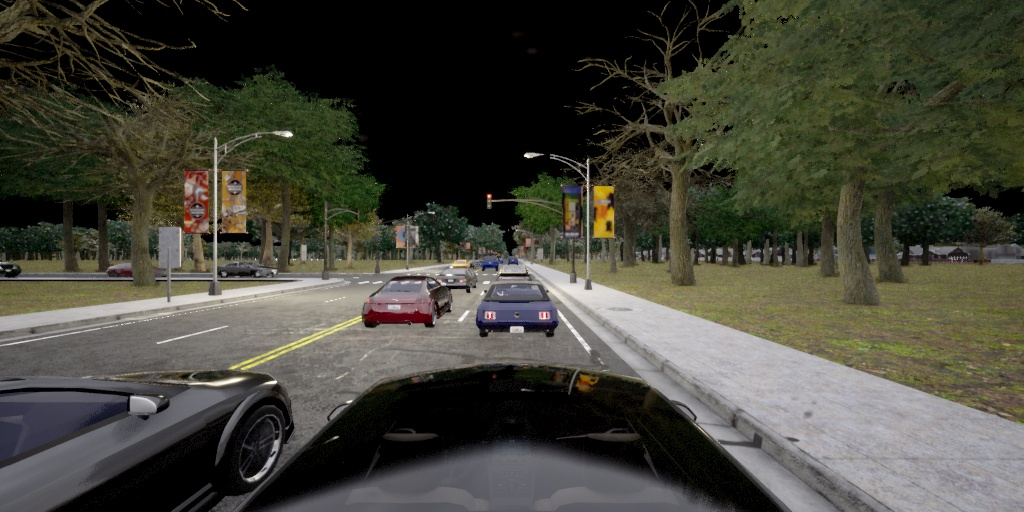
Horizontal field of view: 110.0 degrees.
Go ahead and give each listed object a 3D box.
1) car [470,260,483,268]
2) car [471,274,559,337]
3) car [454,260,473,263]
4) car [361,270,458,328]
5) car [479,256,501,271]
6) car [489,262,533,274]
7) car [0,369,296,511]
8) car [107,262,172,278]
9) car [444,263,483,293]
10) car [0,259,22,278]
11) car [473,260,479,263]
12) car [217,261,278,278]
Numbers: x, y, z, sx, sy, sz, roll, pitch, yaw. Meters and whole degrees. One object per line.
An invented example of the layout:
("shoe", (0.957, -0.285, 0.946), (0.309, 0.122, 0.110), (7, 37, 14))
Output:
("car", (-6.376, 1.346, 64.929), (1.994, 1.385, 4.181), (0, 0, 0))
("car", (0.123, 1.351, 10.190), (1.895, 1.301, 4.718), (0, 0, 0))
("car", (-6.474, 1.241, 45.465), (1.882, 1.535, 5.008), (0, 0, 0))
("car", (-3.117, 1.315, 11.426), (1.994, 1.385, 4.181), (0, 0, -1))
("car", (-2.918, 0.988, 49.393), (2.150, 2.045, 5.566), (0, 0, -1))
("car", (0.129, 1.244, 19.444), (2.128, 1.511, 4.902), (0, 0, 1))
("car", (-3.152, 1.314, 1.862), (1.994, 1.385, 4.181), (0, 0, 0))
("car", (-32.803, 1.246, 31.584), (4.674, 1.442, 1.812), (0, 0, 0))
("car", (-3.098, 1.300, 20.667), (2.033, 1.411, 5.357), (0, 0, 0))
("car", (-47.140, 0.931, 31.660), (5.566, 2.045, 2.150), (0, 0, 0))
("car", (-6.435, 1.372, 54.872), (1.895, 1.301, 4.718), (0, 0, 0))
("car", (-23.301, 1.223, 31.552), (4.902, 1.511, 2.128), (0, 0, 0))
